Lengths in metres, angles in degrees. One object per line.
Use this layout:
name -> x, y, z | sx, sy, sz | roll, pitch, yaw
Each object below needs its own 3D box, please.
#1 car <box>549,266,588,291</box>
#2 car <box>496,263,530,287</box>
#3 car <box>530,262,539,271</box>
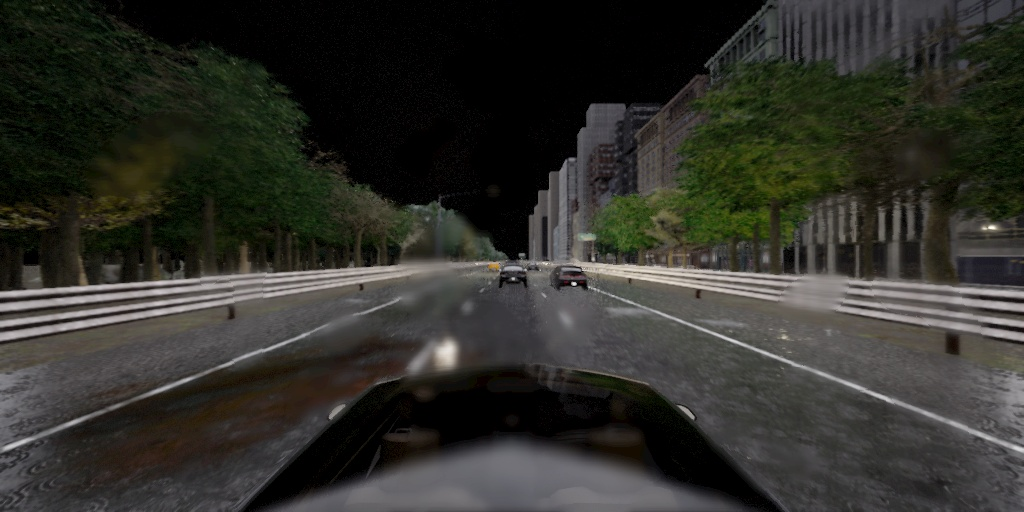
car -> 3.577, 1.355, 23.081 | 1.837, 1.490, 4.892 | 0, 0, 0
car -> 0.074, 1.356, 25.761 | 1.882, 1.535, 5.008 | 0, -1, 0
car -> 3.538, 1.837, 62.551 | 1.812, 1.442, 4.674 | 0, -1, 0
